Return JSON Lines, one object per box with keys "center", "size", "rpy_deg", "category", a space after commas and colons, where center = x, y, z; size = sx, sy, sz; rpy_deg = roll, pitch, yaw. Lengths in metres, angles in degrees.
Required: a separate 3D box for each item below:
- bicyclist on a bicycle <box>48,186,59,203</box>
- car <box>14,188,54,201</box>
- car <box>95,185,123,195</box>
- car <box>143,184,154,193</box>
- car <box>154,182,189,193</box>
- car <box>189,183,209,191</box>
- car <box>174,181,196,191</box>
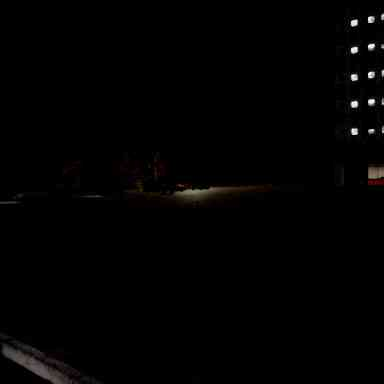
{"center": [-12.643, 0.247, 30.255], "size": [1.656, 1.620, 0.582], "rpy_deg": [-1, 2, 33], "category": "bicyclist on a bicycle"}
{"center": [-19.106, 0.280, 40.389], "size": [1.812, 1.442, 4.674], "rpy_deg": [0, 3, 33], "category": "car"}
{"center": [-12.675, -0.295, 50.781], "size": [1.837, 1.490, 4.892], "rpy_deg": [0, 3, 31], "category": "car"}
{"center": [-5.999, -0.590, 55.409], "size": [2.033, 1.411, 5.357], "rpy_deg": [0, 2, 30], "category": "car"}
{"center": [-3.220, -0.597, 53.721], "size": [2.033, 1.411, 5.357], "rpy_deg": [0, 2, 30], "category": "car"}
{"center": [1.559, -0.970, 62.217], "size": [1.895, 1.301, 4.718], "rpy_deg": [0, 2, 29], "category": "car"}
{"center": [-1.317, -1.206, 63.732], "size": [2.097, 1.767, 4.553], "rpy_deg": [0, 2, 29], "category": "car"}
